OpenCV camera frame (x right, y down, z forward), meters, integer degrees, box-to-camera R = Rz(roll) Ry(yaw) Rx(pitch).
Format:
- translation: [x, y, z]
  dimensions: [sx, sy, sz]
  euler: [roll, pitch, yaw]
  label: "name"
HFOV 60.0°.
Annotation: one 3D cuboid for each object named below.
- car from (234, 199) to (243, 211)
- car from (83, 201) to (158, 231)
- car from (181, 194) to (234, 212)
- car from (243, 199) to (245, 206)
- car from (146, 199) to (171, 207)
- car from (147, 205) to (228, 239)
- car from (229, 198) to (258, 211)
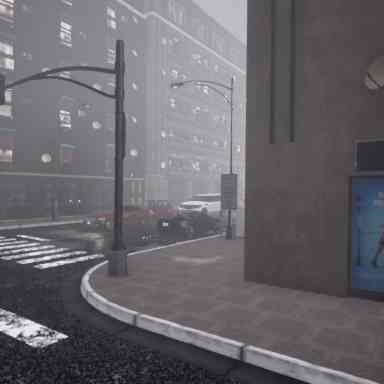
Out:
- translation: [3.096, 1.223, 35.979]
  dimensions: [2.192, 1.841, 5.009]
  euler: [1, 1, 35]
  label: "car"
- translation: [-4.530, 1.487, 20.820]
  dimensions: [1.812, 1.442, 4.674]
  euler: [1, 1, 35]
  label: "car"
- translation: [1.144, 1.171, 28.905]
  dimensions: [2.150, 2.045, 5.566]
  euler: [1, 1, 35]
  label: "car"
- translation: [7.017, 1.289, 37.261]
  dimensions: [2.097, 1.767, 4.553]
  euler: [1, 1, 35]
  label: "car"
- translation: [-3.322, 1.362, 26.830]
  dimensions: [1.967, 1.590, 4.097]
  euler: [1, 1, 35]
  label: "car"
- translation: [-0.081, 1.599, 17.733]
  dimensions: [1.947, 1.339, 4.313]
  euler: [1, 1, 35]
  label: "car"
- translation: [6.302, 1.483, 40.556]
  dimensions: [1.802, 1.307, 4.206]
  euler: [1, 1, 35]
  label: "car"
